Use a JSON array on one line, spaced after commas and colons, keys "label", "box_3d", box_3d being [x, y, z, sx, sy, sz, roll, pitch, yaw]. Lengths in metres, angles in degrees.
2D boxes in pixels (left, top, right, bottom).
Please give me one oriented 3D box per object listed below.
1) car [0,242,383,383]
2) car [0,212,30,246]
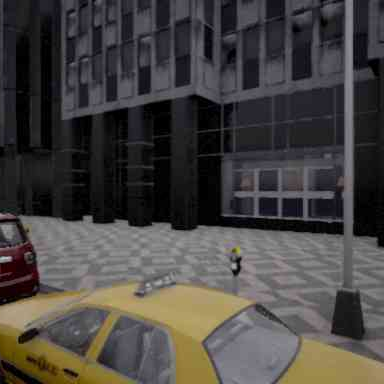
[{"label": "car", "box_3d": [-0.566, 1.503, 3.354, 4.829, 1.417, 1.752, 0, 1, 35]}, {"label": "car", "box_3d": [-5.015, 1.279, 6.469, 5.009, 1.841, 2.192, 0, 1, 35]}]
